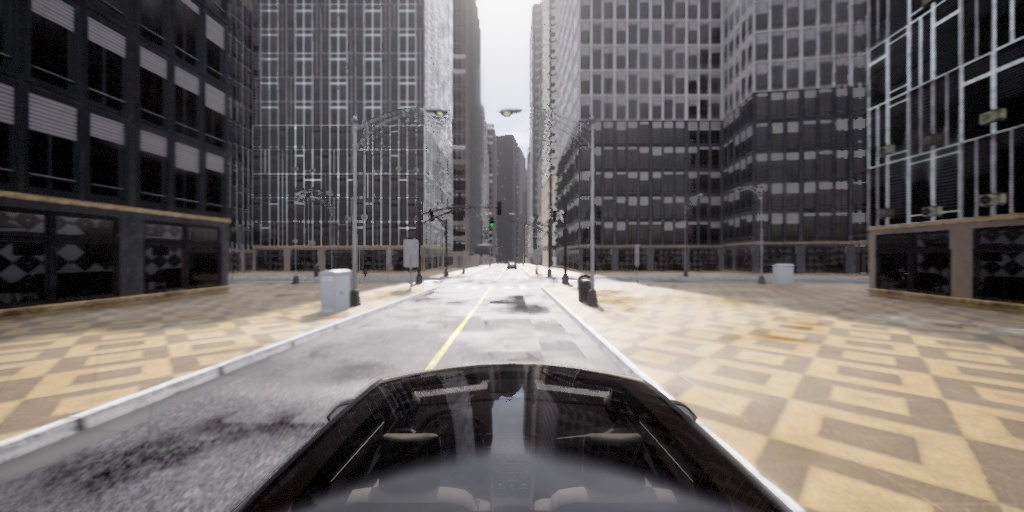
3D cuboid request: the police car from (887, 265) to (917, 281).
[{"bbox_3d":[35.481,1.456,30.786,4.974,1.542,2.038,0,0,8],"label":"police car"}]
